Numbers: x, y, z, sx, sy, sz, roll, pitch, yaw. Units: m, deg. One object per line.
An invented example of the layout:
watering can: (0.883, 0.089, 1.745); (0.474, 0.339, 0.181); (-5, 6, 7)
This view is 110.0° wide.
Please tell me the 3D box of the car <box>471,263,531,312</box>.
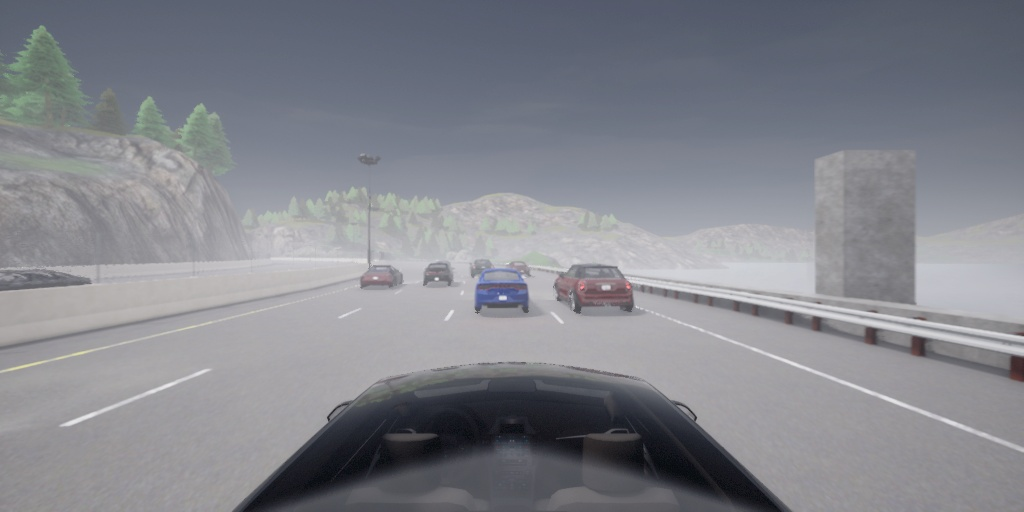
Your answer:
car: (-0.473, 1.207, 14.117); (1.882, 1.535, 5.008); (0, 0, -4)

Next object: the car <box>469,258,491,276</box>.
car: (-2.906, 1.050, 33.815); (2.097, 1.767, 4.553); (0, 0, -10)

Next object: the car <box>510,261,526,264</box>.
car: (0.501, 1.217, 34.599); (1.812, 1.442, 4.674); (0, 0, -10)

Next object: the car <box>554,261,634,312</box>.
car: (3.021, 1.076, 14.164); (2.097, 1.767, 4.553); (0, 0, -4)

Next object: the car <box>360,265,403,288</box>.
car: (-8.417, 1.287, 23.445); (1.994, 1.385, 4.181); (0, 0, -7)

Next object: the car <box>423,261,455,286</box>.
car: (-5.133, 1.219, 25.331); (1.837, 1.490, 4.892); (0, 0, -7)

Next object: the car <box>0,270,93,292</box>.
car: (-17.904, 1.259, 12.578); (2.128, 1.511, 4.902); (0, 0, -4)
